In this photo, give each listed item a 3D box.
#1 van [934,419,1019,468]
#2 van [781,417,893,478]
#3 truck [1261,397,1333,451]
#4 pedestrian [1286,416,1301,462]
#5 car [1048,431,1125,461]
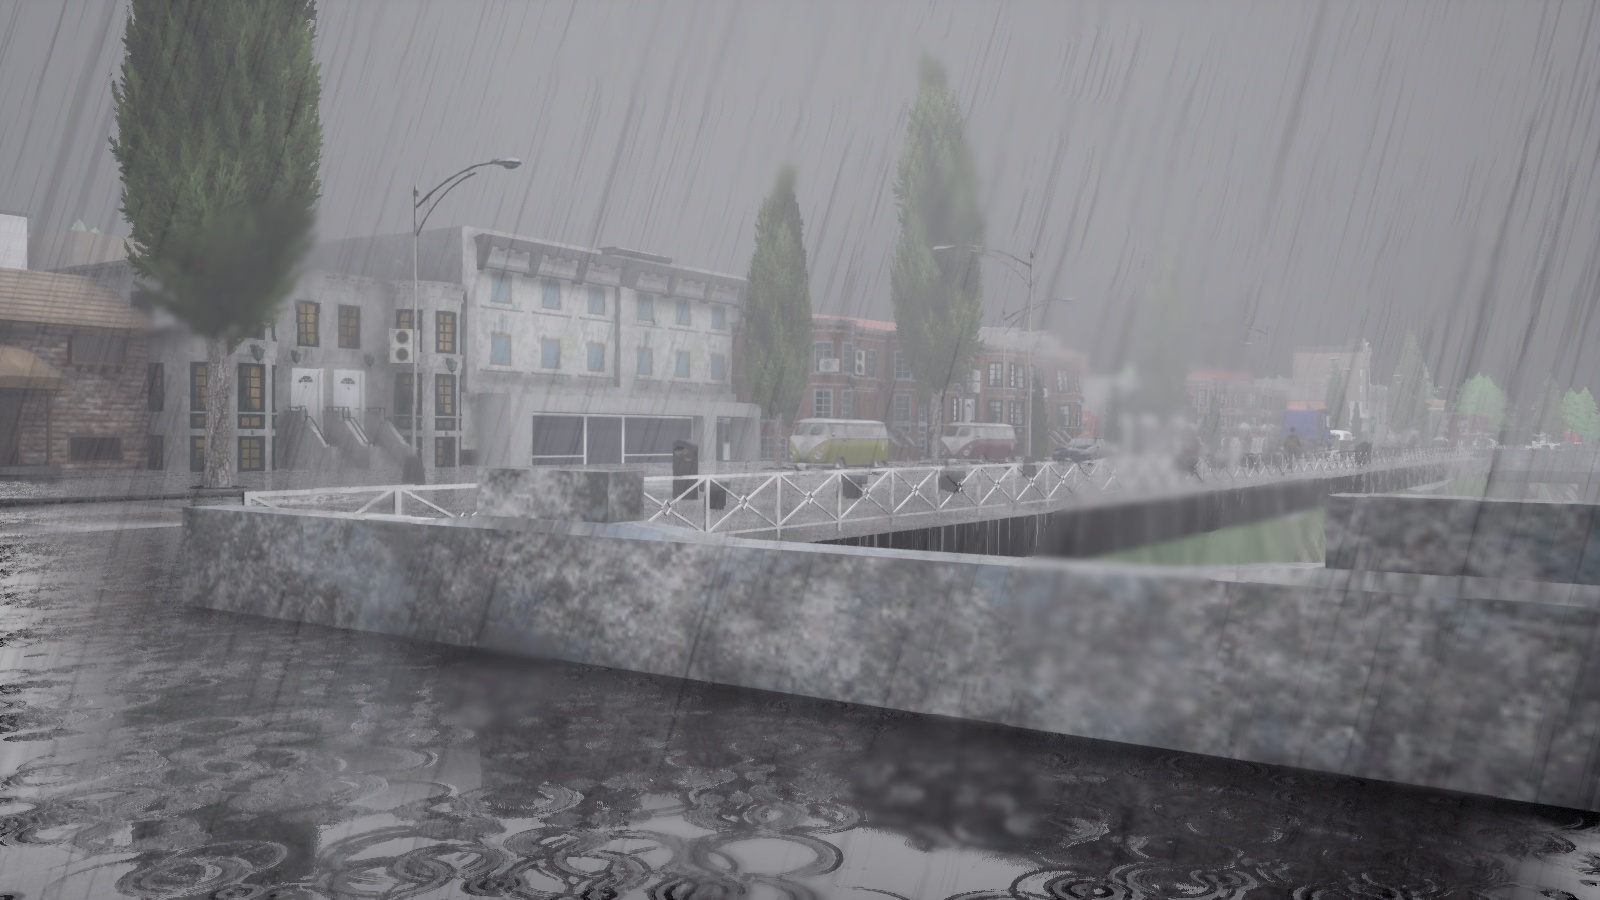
[{"bbox_3d":[7.430,-0.301,52.588,1.775,1.987,4.442,0,1,34],"label":"van"},{"bbox_3d":[1.326,-0.120,43.387,1.775,1.987,4.442,0,1,34],"label":"van"},{"bbox_3d":[33.678,-1.715,84.918,2.891,3.462,7.936,0,1,34],"label":"truck"},{"bbox_3d":[20.541,-0.459,52.294,0.396,1.930,0.692,0,1,37],"label":"pedestrian"},{"bbox_3d":[14.470,-0.215,63.200,2.033,1.411,5.357,0,1,34],"label":"car"}]
